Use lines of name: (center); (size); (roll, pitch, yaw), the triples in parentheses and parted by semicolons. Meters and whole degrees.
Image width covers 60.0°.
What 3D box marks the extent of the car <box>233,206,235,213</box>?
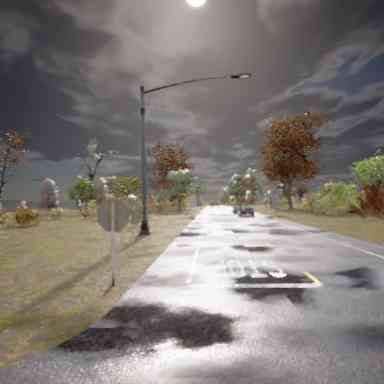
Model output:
car: (7.886, 2.831, 54.779); (1.994, 1.385, 4.181); (-1, -2, 4)

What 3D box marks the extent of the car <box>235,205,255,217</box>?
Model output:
car: (7.291, 2.519, 44.918); (1.837, 1.490, 4.892); (-1, -1, 3)
